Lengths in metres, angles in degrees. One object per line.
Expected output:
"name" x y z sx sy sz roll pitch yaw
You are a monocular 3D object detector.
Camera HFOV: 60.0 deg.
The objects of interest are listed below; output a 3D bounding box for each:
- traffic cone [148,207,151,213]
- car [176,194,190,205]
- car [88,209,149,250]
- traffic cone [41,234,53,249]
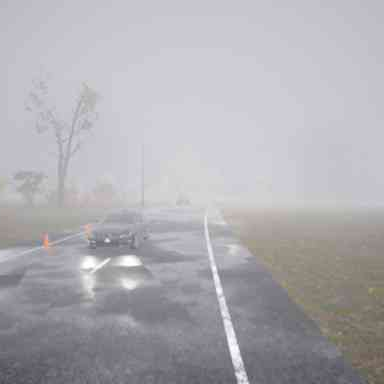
"traffic cone" -4.964 2.088 38.714 0.340 0.580 0.340 0 0 3
"car" -1.574 1.447 63.473 2.150 2.045 5.566 0 0 4
"car" -3.050 1.553 14.618 1.837 1.490 4.892 0 0 1
"traffic cone" -5.937 2.004 13.607 0.340 0.580 0.340 0 0 1
